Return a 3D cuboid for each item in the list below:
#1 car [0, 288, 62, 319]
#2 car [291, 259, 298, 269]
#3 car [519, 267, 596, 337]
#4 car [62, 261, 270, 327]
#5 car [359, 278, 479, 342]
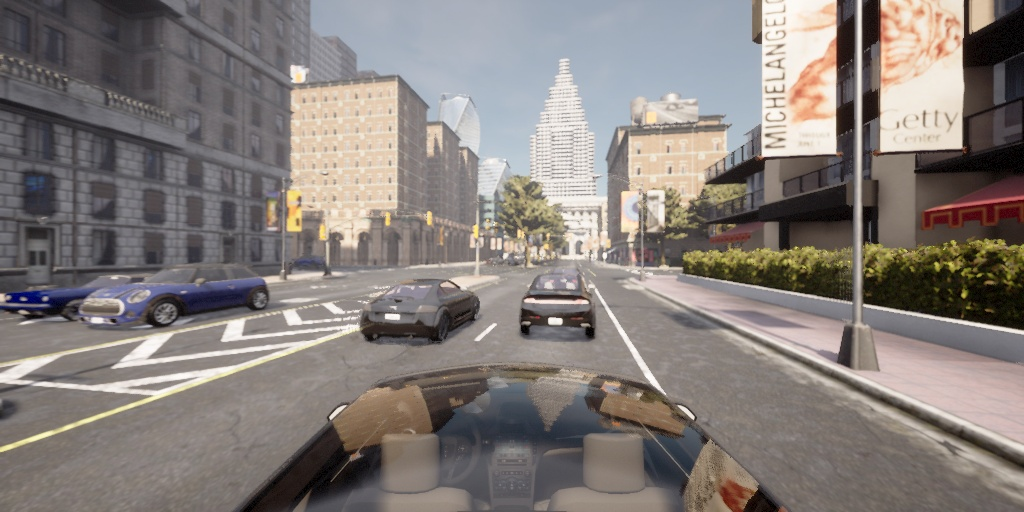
[{"bbox_3d":[-13.676,1.307,12.482,1.895,1.301,4.718,0,0,10],"label":"car"},{"bbox_3d":[-30.696,1.132,46.164,4.892,1.490,1.837,1,0,10],"label":"car"},{"bbox_3d":[1.372,1.235,10.336,2.128,1.511,4.902,0,0,10],"label":"car"},{"bbox_3d":[-10.300,1.067,11.446,2.097,1.767,4.553,0,0,10],"label":"car"},{"bbox_3d":[-2.269,1.299,9.819,1.994,1.385,4.181,0,0,10],"label":"car"}]
